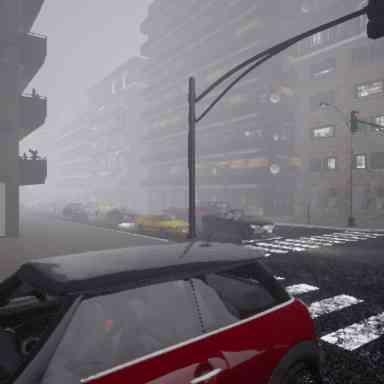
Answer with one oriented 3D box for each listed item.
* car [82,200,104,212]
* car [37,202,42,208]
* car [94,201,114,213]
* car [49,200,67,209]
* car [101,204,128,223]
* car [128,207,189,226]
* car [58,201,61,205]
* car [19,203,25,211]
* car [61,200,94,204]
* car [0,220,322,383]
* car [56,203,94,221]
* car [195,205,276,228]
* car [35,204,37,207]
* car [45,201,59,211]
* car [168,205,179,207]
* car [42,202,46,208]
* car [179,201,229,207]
[{"bbox_3d":[-16.462,2.307,55.009,2.097,1.767,4.553,0,-1,-36],"label":"car"},{"bbox_3d":[-35.243,3.049,79.983,1.887,1.381,4.507,-1,0,-36],"label":"car"},{"bbox_3d":[-12.437,2.290,49.550,1.801,1.575,5.366,0,-1,-36],"label":"car"},{"bbox_3d":[-28.577,2.623,70.829,2.192,1.841,5.009,-1,0,-36],"label":"car"},{"bbox_3d":[-6.426,2.074,30.699,1.994,1.385,4.181,0,-1,-36],"label":"car"},{"bbox_3d":[-1.823,1.833,19.956,1.752,1.417,4.829,-1,0,-36],"label":"car"},{"bbox_3d":[-19.603,2.530,54.206,2.033,1.411,5.357,0,-1,-36],"label":"car"},{"bbox_3d":[-31.946,2.770,61.287,1.887,1.381,4.507,-1,0,-36],"label":"car"},{"bbox_3d":[-14.426,2.105,41.713,2.097,1.767,4.553,0,-1,-36],"label":"car"},{"bbox_3d":[-0.934,1.349,2.773,4.553,1.767,2.097,0,0,-38],"label":"car"},{"bbox_3d":[-11.930,2.163,33.825,1.887,1.381,4.507,-1,0,-36],"label":"car"},{"bbox_3d":[2.447,1.724,18.424,2.128,1.511,4.902,0,-1,-34],"label":"car"},{"bbox_3d":[-38.573,3.168,84.563,1.947,1.339,4.313,-1,0,-36],"label":"car"},{"bbox_3d":[-25.285,2.755,62.001,1.895,1.301,4.718,0,-1,-36],"label":"car"},{"bbox_3d":[-1.885,2.045,34.214,1.887,1.381,4.507,-1,0,-36],"label":"car"},{"bbox_3d":[-31.906,2.973,75.405,1.947,1.339,4.313,-1,0,-36],"label":"car"},{"bbox_3d":[1.444,1.713,29.638,2.192,1.841,5.009,-1,0,-36],"label":"car"}]
